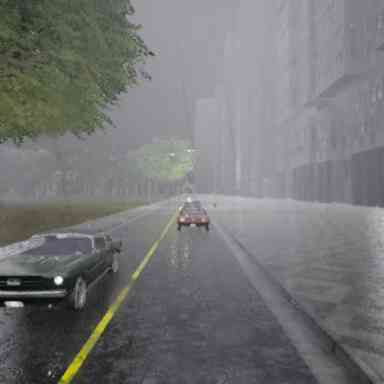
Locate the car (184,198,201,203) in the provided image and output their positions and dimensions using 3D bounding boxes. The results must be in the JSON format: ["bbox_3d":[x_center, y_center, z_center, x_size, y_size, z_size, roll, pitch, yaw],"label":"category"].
[{"bbox_3d":[0.050,1.448,39.270,2.128,1.511,4.902,0,0,0],"label":"car"}]

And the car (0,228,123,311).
[{"bbox_3d":[-3.009,1.588,7.831,1.895,1.301,4.718,0,0,0],"label":"car"}]

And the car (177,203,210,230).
[{"bbox_3d":[0.074,1.567,20.720,1.895,1.301,4.718,0,0,0],"label":"car"}]
